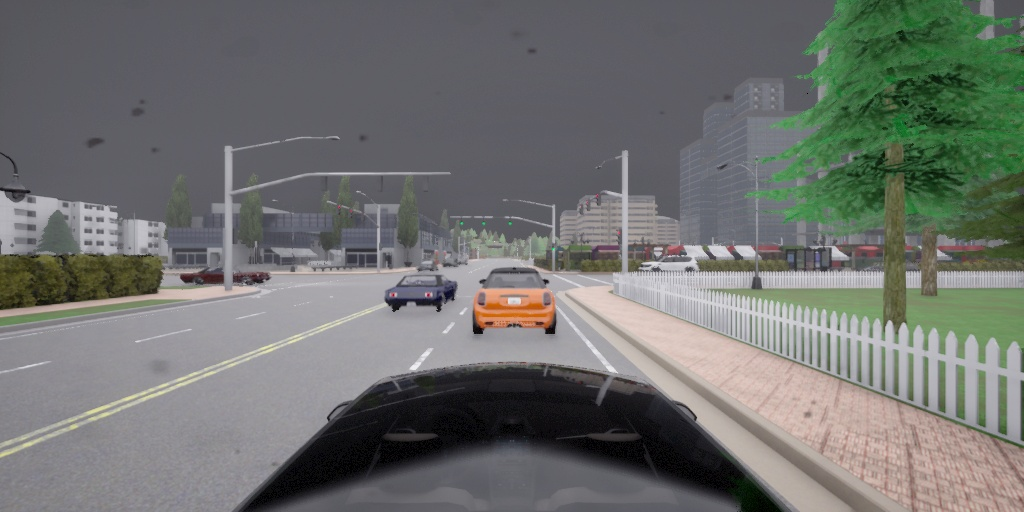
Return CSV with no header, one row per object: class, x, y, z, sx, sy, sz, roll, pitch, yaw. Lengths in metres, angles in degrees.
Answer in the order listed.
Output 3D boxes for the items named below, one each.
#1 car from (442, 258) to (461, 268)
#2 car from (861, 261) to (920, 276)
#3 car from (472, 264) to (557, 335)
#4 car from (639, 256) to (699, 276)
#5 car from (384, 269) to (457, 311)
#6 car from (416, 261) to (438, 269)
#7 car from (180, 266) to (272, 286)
car,-10.581,1.130,61.282,2.097,1.767,4.553,0,0,0
car,38.476,1.258,36.580,4.902,1.511,2.128,0,0,-1
car,0.070,1.106,10.703,2.097,1.767,4.553,0,0,0
car,15.748,0.987,36.031,5.566,2.045,2.150,0,0,-1
car,-3.413,1.357,14.446,1.895,1.301,4.718,0,0,0
car,-10.601,1.296,45.292,1.812,1.442,4.674,0,0,0
car,-19.216,1.362,24.353,4.718,1.301,1.895,0,0,-9
